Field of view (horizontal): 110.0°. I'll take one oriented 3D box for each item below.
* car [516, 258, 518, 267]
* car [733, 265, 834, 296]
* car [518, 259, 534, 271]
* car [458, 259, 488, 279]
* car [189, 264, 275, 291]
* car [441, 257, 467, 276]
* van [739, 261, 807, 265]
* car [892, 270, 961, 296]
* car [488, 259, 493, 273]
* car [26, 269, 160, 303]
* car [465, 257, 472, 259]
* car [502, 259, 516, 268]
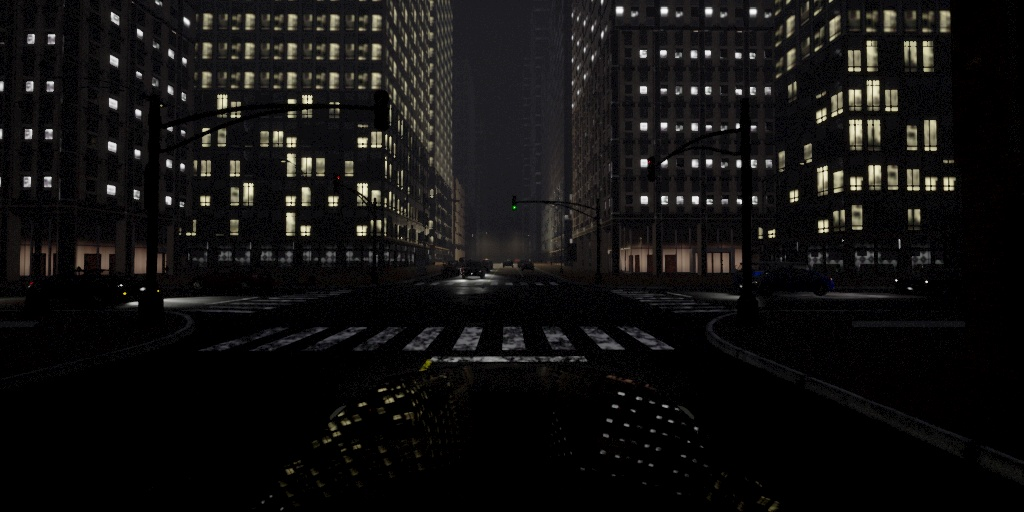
[{"bbox_3d":[1.957,1.298,59.664,1.751,1.417,4.829,0,0,-1],"label":"car"},{"bbox_3d":[14.536,1.342,19.192,4.674,1.442,1.812,0,-1,-2],"label":"car"},{"bbox_3d":[2.100,1.350,48.339,1.802,1.307,4.207,0,0,-1],"label":"car"},{"bbox_3d":[-3.498,1.266,33.206,1.837,1.490,4.892,0,0,-1],"label":"car"},{"bbox_3d":[-16.742,1.255,21.448,4.097,1.591,1.967,0,0,-1],"label":"car"},{"bbox_3d":[-6.137,1.203,37.021,1.967,1.591,4.097,0,0,-1],"label":"car"},{"bbox_3d":[15.730,1.210,21.787,3.998,1.789,1.690,0,0,-1],"label":"van"},{"bbox_3d":[23.579,1.435,19.290,4.718,1.301,1.895,0,-1,-1],"label":"car"},{"bbox_3d":[-3.626,1.367,43.424,1.895,1.301,4.718,0,0,-1],"label":"car"},{"bbox_3d":[-18.131,1.264,15.662,4.181,1.385,1.994,0,-1,0],"label":"car"},{"bbox_3d":[-6.279,1.082,48.170,2.192,1.841,5.009,0,0,-1],"label":"car"},{"bbox_3d":[-0.689,1.265,63.811,2.128,1.511,4.902,0,0,-1],"label":"car"}]
